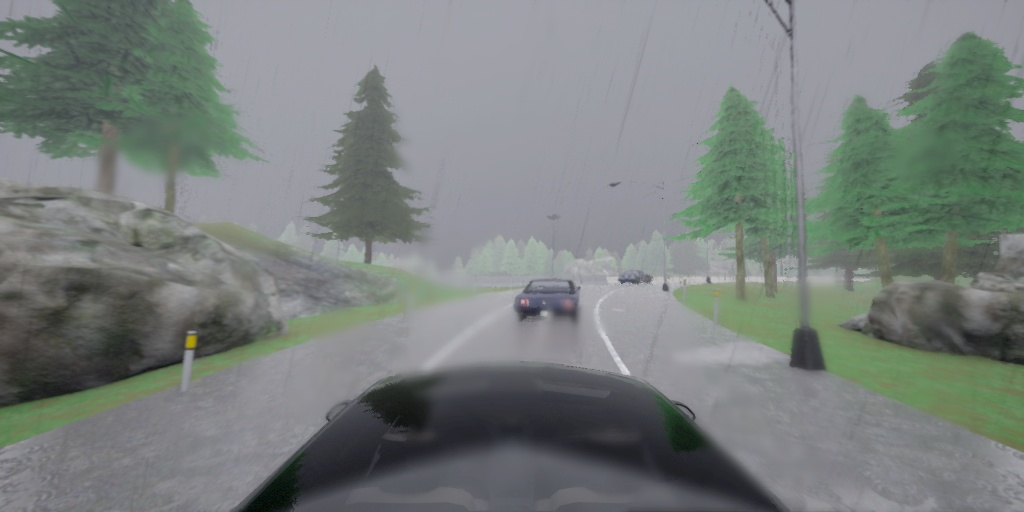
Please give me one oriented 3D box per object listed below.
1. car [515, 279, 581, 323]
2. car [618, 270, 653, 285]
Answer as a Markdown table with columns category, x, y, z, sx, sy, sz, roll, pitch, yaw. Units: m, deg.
| category | x | y | z | sx | sy | sz | roll | pitch | yaw |
| --- | --- | --- | --- | --- | --- | --- | --- | --- | --- |
| car | 1.445 | 1.430 | 12.489 | 1.895 | 1.301 | 4.718 | 0 | -1 | 12 |
| car | 12.275 | 2.106 | 35.515 | 2.033 | 1.411 | 5.357 | -4 | -5 | 38 |
